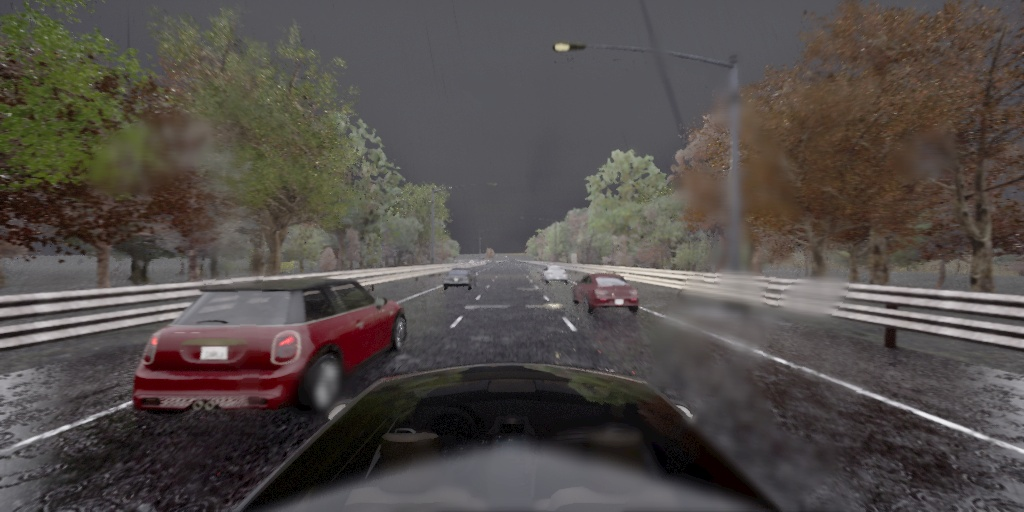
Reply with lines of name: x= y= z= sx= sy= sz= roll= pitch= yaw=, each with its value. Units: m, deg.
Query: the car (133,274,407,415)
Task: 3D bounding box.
car: x=-3.399 y=1.143 z=6.221 sx=2.097 sy=1.767 sz=4.553 roll=0 pitch=-1 yaw=0

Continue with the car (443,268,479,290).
car: x=-3.395 y=1.508 z=24.301 sx=2.033 sy=1.411 sz=5.357 roll=0 pitch=-1 yaw=0

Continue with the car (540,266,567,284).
car: x=3.607 y=1.545 z=30.501 sx=1.812 sy=1.442 sz=4.674 roll=0 pitch=-1 yaw=0

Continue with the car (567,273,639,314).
car: x=3.604 y=1.392 z=14.341 sx=1.812 sy=1.442 sz=4.674 roll=0 pitch=-1 yaw=0
